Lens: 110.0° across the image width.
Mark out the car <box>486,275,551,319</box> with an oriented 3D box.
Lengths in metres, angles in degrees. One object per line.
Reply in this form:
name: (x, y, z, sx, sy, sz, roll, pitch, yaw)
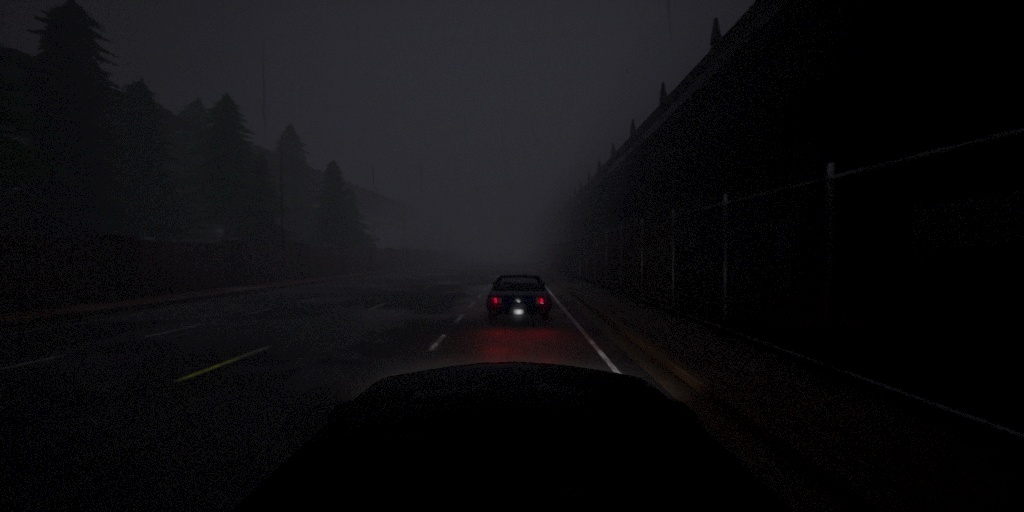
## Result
car: (0.234, 1.291, 12.442, 1.895, 1.301, 4.718, 0, 0, 1)
